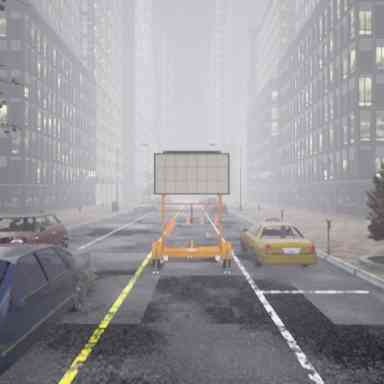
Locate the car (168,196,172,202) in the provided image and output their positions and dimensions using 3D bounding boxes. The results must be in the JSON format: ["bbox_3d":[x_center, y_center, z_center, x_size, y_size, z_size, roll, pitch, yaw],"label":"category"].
[{"bbox_3d":[-5.741,1.729,79.402,1.947,1.339,4.313,0,0,0],"label":"car"}]

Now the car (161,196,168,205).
[{"bbox_3d":[-5.729,1.562,56.636,1.967,1.590,4.097,0,0,0],"label":"car"}]

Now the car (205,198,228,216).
[{"bbox_3d":[2.666,1.641,33.857,1.947,1.339,4.313,0,0,0],"label":"car"}]

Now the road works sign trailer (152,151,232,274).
[{"bbox_3d":[-0.008,0.489,10.669,2.380,3.560,2.880,0,0,0],"label":"road works sign trailer"}]

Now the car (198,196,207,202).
[{"bbox_3d":[2.636,1.723,85.087,2.008,1.369,4.403,0,0,0],"label":"car"}]

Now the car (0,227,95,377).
[{"bbox_3d":[-3.004,1.559,4.973,2.033,1.411,5.357,0,0,0],"label":"car"}]

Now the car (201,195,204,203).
[{"bbox_3d":[2.659,1.539,45.242,1.967,1.590,4.097,0,0,0],"label":"car"}]

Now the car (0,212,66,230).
[{"bbox_3d":[-5.702,1.466,11.100,1.967,1.590,4.097,0,0,0],"label":"car"}]

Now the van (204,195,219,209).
[{"bbox_3d":[2.661,1.429,39.549,1.690,1.788,3.998,0,0,0],"label":"van"}]

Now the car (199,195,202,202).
[{"bbox_3d":[2.649,1.715,62.317,1.802,1.307,4.206,0,0,0],"label":"car"}]

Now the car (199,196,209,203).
[{"bbox_3d":[2.643,1.698,73.702,1.887,1.381,4.507,0,0,0],"label":"car"}]

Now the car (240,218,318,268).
[{"bbox_3d":[2.679,1.552,11.259,1.752,1.417,4.829,0,0,0],"label":"car"}]

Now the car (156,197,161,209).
[{"bbox_3d":[-5.721,1.681,45.251,1.802,1.307,4.206,0,0,0],"label":"car"}]

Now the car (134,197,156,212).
[{"bbox_3d":[-5.718,1.613,39.389,1.752,1.417,4.829,0,0,0],"label":"car"}]
